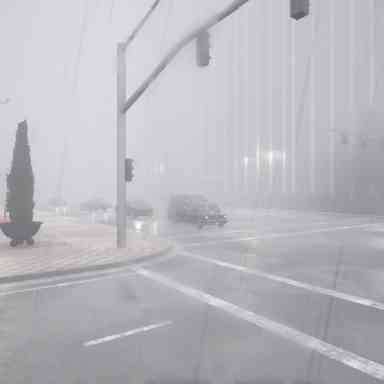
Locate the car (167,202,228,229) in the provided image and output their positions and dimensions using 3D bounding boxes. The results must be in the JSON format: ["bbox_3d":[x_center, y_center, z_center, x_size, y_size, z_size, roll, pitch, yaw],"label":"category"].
[{"bbox_3d":[0.271,1.601,21.959,1.895,1.301,4.718,0,0,-34],"label":"car"}]

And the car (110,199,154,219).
[{"bbox_3d":[-5.183,1.478,29.600,1.882,1.535,5.008,0,0,-36],"label":"car"}]

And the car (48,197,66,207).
[{"bbox_3d":[-20.988,1.509,51.651,2.128,1.511,4.902,0,0,-36],"label":"car"}]

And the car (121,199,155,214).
[{"bbox_3d":[-5.988,1.526,36.707,1.812,1.442,4.674,0,0,-36],"label":"car"}]

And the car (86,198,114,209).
[{"bbox_3d":[-12.923,1.547,46.331,2.033,1.411,5.357,0,0,-36],"label":"car"}]

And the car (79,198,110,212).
[{"bbox_3d":[-11.356,1.601,38.151,1.895,1.301,4.718,0,0,-36],"label":"car"}]

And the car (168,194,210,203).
[{"bbox_3d":[0.025,1.221,28.372,2.150,2.045,5.566,0,0,-36],"label":"car"}]
